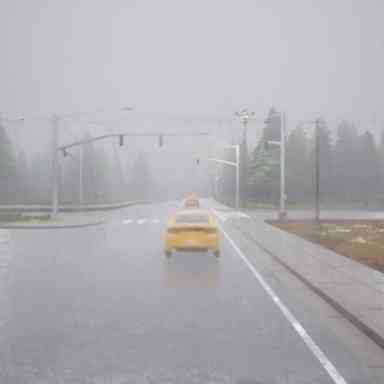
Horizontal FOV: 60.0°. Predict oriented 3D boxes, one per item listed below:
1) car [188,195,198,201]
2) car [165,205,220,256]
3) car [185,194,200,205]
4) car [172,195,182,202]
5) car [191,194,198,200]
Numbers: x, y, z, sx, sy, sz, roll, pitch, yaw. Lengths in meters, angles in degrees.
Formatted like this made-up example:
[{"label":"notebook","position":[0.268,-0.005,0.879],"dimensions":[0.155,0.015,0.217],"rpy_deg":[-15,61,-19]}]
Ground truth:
[{"label":"car","position":[0.308,1.382,77.210],"dimensions":[2.033,1.411,5.357],"rpy_deg":[0,0,2]},{"label":"car","position":[0.051,1.448,12.993],"dimensions":[1.882,1.535,5.008],"rpy_deg":[0,-1,1]},{"label":"car","position":[0.024,1.383,46.650],"dimensions":[1.882,1.535,5.008],"rpy_deg":[0,0,0]},{"label":"car","position":[-3.289,1.390,73.990],"dimensions":[2.033,1.411,5.357],"rpy_deg":[0,0,1]},{"label":"car","position":[0.708,1.265,87.602],"dimensions":[1.837,1.490,4.892],"rpy_deg":[0,0,2]}]
